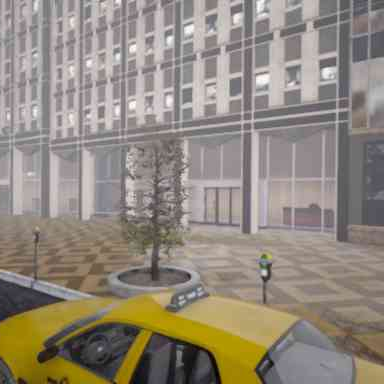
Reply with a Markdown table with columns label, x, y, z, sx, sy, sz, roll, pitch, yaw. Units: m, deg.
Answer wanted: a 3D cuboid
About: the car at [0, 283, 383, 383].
| label | x | y | z | sx | sy | sz | roll | pitch | yaw |
| --- | --- | --- | --- | --- | --- | --- | --- | --- | --- |
| car | -0.248 | 1.521 | 3.041 | 4.829 | 1.417 | 1.752 | 0 | 1 | 35 |
